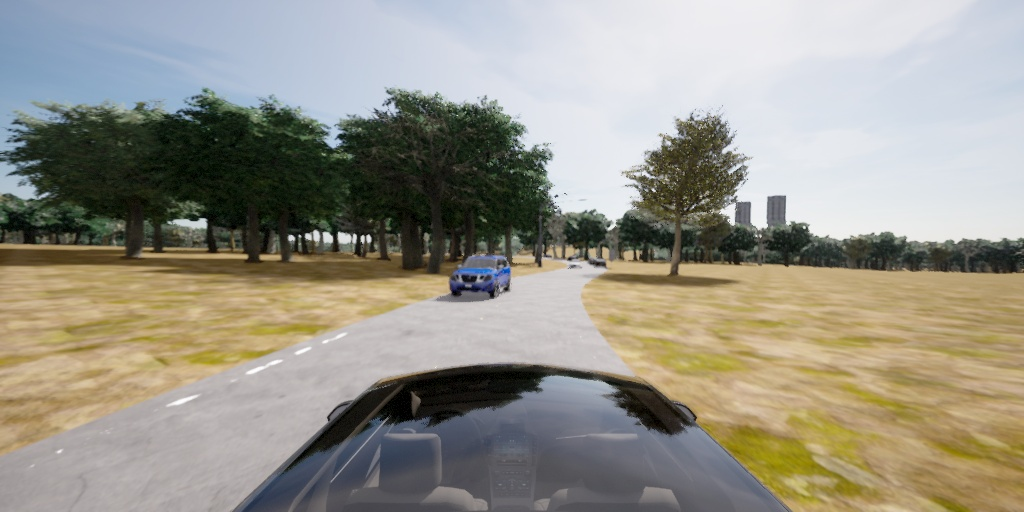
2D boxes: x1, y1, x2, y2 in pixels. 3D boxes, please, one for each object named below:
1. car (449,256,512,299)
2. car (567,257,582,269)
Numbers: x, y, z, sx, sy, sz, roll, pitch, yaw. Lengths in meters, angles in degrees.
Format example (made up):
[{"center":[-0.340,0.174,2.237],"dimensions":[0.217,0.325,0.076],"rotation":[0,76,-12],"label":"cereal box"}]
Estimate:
[{"center":[-1.454,1.001,18.829],"dimensions":[2.150,2.045,5.566],"rotation":[0,0,11],"label":"car"},{"center":[10.480,1.308,59.020],"dimensions":[1.812,1.442,4.674],"rotation":[1,0,16],"label":"car"}]
